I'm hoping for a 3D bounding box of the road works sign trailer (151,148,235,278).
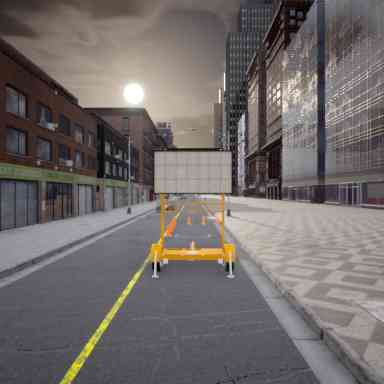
[{"bbox_3d":[0.031,0.468,10.171,2.380,3.560,2.880,0,0,0],"label":"road works sign trailer"}]

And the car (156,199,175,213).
[{"bbox_3d":[-2.983,1.528,37.515,2.128,1.511,4.902,0,0,0],"label":"car"}]
